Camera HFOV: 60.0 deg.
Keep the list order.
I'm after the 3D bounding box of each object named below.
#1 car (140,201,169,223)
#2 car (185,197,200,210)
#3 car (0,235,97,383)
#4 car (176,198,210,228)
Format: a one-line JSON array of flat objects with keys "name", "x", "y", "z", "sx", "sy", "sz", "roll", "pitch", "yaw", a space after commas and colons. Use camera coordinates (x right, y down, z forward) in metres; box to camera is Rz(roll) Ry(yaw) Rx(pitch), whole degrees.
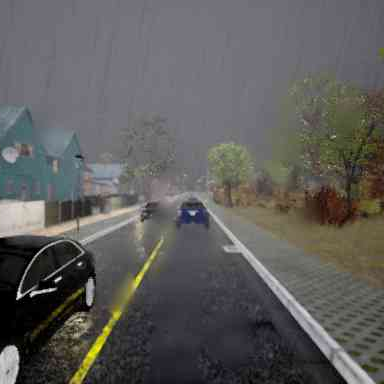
[{"name": "car", "x": -2.815, "y": 1.491, "z": 25.746, "sx": 1.837, "sy": 1.490, "sz": 4.892, "roll": 0, "pitch": -1, "yaw": 0}, {"name": "car", "x": 0.099, "y": 1.481, "z": 42.967, "sx": 1.837, "sy": 1.490, "sz": 4.892, "roll": 0, "pitch": 0, "yaw": 0}, {"name": "car", "x": -2.841, "y": 1.501, "z": 4.961, "sx": 1.837, "sy": 1.490, "sz": 4.892, "roll": 0, "pitch": 0, "yaw": 0}, {"name": "car", "x": 0.057, "y": 1.338, "z": 22.312, "sx": 2.097, "sy": 1.767, "sz": 4.553, "roll": 0, "pitch": 0, "yaw": 0}]
